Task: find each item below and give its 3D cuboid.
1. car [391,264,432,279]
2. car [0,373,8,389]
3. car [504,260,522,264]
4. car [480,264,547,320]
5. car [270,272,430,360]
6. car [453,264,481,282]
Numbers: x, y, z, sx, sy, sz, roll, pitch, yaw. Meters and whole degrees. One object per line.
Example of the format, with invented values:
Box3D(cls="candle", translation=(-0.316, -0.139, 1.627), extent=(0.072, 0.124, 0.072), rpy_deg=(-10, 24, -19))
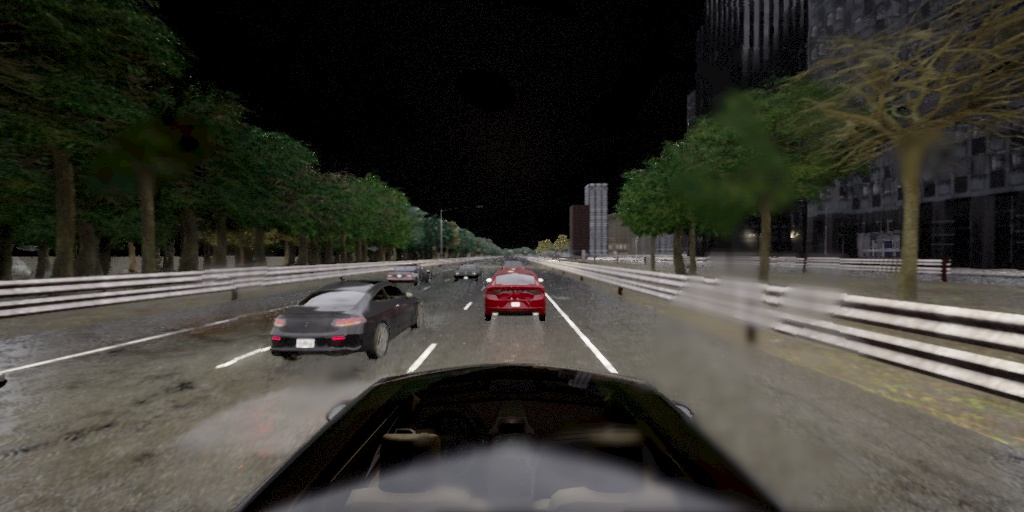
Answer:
Box3D(cls="car", translation=(-6.899, 1.277, 24.449), extent=(2.033, 1.411, 5.357), rpy_deg=(0, 0, 0))
Box3D(cls="car", translation=(-6.901, 1.351, 2.031), extent=(1.895, 1.301, 4.718), rpy_deg=(0, 0, 0))
Box3D(cls="car", translation=(0.098, 1.076, 29.943), extent=(2.097, 1.767, 4.553), rpy_deg=(0, 0, 0))
Box3D(cls="car", translation=(0.101, 1.218, 12.609), extent=(1.882, 1.535, 5.008), rpy_deg=(0, 0, 0))
Box3D(cls="car", translation=(-3.400, 1.270, 8.203), extent=(1.812, 1.442, 4.674), rpy_deg=(0, 0, 0))
Box3D(cls="car", translation=(-3.401, 1.326, 28.708), extent=(1.895, 1.301, 4.718), rpy_deg=(0, 0, 0))
